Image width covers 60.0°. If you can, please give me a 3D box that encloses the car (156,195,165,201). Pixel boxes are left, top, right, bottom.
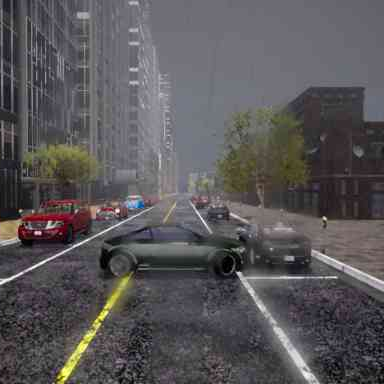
[{"bbox_3d":[-7.806,1.497,82.663,1.752,1.417,4.829,-1,0,-1],"label":"car"}]

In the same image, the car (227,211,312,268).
[{"bbox_3d":[2.556,1.548,11.116,2.008,1.369,4.403,-1,0,-1],"label":"car"}]

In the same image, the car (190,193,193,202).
[{"bbox_3d":[0.850,1.291,71.972,2.192,1.841,5.009,-1,0,-1],"label":"car"}]

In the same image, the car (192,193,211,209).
[{"bbox_3d":[1.565,1.301,44.309,2.192,1.841,5.009,-1,0,-1],"label":"car"}]

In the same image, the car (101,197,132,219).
[{"bbox_3d":[-6.375,1.432,26.775,1.967,1.590,4.097,-1,0,-1],"label":"car"}]

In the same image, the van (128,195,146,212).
[{"bbox_3d":[-6.669,1.329,38.569,1.690,1.788,3.998,-1,0,-1],"label":"van"}]

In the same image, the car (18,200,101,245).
[{"bbox_3d":[-6.181,1.310,15.707,2.192,1.841,5.009,-1,0,-1],"label":"car"}]

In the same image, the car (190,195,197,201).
[{"bbox_3d":[0.426,1.551,88.570,1.802,1.307,4.206,-1,0,-1],"label":"car"}]

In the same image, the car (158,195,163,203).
[{"bbox_3d":[-7.381,1.522,66.234,1.887,1.381,4.507,-1,0,-1],"label":"car"}]

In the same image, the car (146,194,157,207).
[{"bbox_3d":[-6.955,1.299,49.635,2.192,1.841,5.009,-1,0,-1],"label":"car"}]

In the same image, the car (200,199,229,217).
[{"bbox_3d":[2.028,1.543,26.976,2.008,1.369,4.403,-1,0,-1],"label":"car"}]

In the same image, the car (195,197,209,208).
[{"bbox_3d":[1.421,1.509,50.011,1.752,1.417,4.829,-1,0,-1],"label":"car"}]

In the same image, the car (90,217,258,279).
[{"bbox_3d":[-0.462,1.557,9.517,4.181,1.385,1.994,0,0,-1],"label":"car"}]
